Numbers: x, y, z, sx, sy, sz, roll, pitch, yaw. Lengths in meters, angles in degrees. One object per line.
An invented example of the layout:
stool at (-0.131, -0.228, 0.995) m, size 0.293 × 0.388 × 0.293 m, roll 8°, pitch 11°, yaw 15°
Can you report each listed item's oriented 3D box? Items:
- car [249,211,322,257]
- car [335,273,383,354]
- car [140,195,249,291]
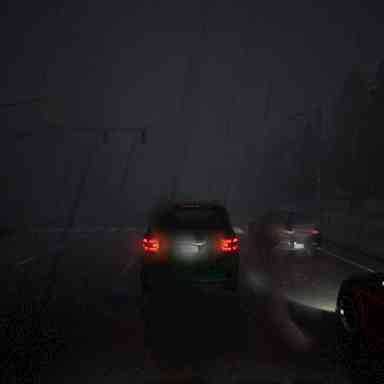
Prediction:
car at (3.367, 1.492, 12.879) m, size 2.128 × 1.511 × 4.902 m, roll 0°, pitch 0°, yaw 0°
car at (3.436, 1.564, 3.971) m, size 1.994 × 1.385 × 4.181 m, roll 0°, pitch 0°, yaw -1°
car at (-0.075, 1.221, 9.131) m, size 2.150 × 2.045 × 5.566 m, roll 0°, pitch 0°, yaw -1°
